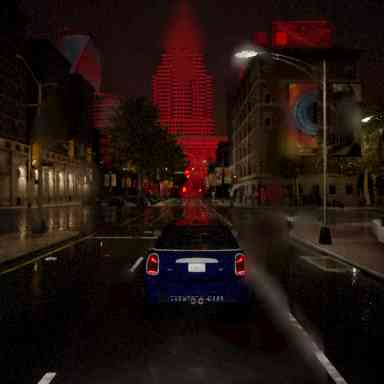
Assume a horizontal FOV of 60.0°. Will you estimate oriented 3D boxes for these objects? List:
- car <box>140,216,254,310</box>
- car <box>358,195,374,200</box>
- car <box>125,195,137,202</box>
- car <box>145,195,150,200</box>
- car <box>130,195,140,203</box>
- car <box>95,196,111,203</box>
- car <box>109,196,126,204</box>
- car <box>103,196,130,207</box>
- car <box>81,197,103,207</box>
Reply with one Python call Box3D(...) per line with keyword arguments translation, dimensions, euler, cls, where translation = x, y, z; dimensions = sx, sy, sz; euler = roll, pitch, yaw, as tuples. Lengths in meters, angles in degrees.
Box3D(translation=(0.100, 1.352, 7.983), dimensions=(2.097, 1.767, 4.553), euler=(0, 0, 0), cls="car")
Box3D(translation=(34.674, 1.480, 68.709), dimensions=(2.231, 1.521, 4.892), euler=(0, 0, 0), cls="car")
Box3D(translation=(-14.731, 1.539, 80.715), dimensions=(2.033, 1.411, 5.357), euler=(0, 0, 0), cls="car")
Box3D(translation=(-11.229, 1.523, 81.274), dimensions=(1.812, 1.442, 4.674), euler=(0, 0, 0), cls="car")
Box3D(translation=(-11.298, 1.563, 66.598), dimensions=(1.994, 1.385, 4.181), euler=(0, 0, 1), cls="car")
Box3D(translation=(-18.025, 1.594, 67.492), dimensions=(1.895, 1.301, 4.718), euler=(0, 0, 0), cls="car")
Box3D(translation=(-14.799, 1.492, 66.145), dimensions=(2.128, 1.511, 4.902), euler=(0, 0, 1), cls="car")
Box3D(translation=(-11.425, 1.547, 50.546), dimensions=(2.033, 1.411, 5.357), euler=(0, 0, 0), cls="car")
Box3D(translation=(-15.091, 1.600, 50.315), dimensions=(1.895, 1.301, 4.718), euler=(0, 0, 2), cls="car")
